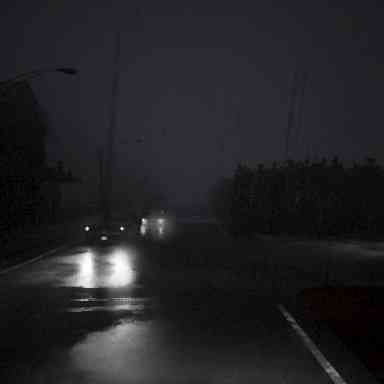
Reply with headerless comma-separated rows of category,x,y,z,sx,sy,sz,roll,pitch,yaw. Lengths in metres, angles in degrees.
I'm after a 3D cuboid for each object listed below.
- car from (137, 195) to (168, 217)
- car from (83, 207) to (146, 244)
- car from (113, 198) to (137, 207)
car,-3.563,1.333,32.285,2.150,2.045,5.566,0,0,0
car,-3.623,1.604,15.941,1.895,1.301,4.718,0,0,0
car,-9.078,1.533,47.692,5.357,1.411,2.033,0,0,-2
